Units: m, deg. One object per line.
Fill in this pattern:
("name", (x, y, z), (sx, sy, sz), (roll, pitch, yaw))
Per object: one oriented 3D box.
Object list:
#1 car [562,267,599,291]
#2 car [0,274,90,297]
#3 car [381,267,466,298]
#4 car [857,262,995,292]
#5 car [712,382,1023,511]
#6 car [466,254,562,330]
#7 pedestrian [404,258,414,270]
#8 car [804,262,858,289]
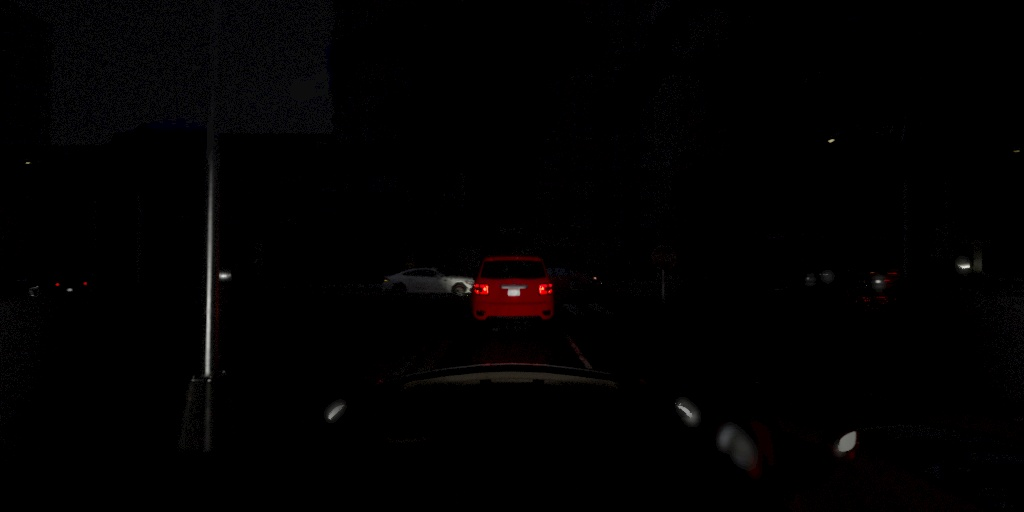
("car", (2.186, 1.290, 20.652), (5.357, 1.411, 2.033), (-1, -1, 0))
("car", (-27.799, 1.708, 20.786), (4.718, 1.301, 1.895), (-1, -1, 0))
("car", (-4.018, 1.274, 17.730), (4.674, 1.442, 1.812), (0, -1, 0))
("car", (20.453, 1.029, 17.619), (4.892, 1.490, 1.837), (0, -1, 0))
("car", (2.639, 1.332, 1.522), (1.802, 1.307, 4.207), (0, 0, 0))
("car", (-0.041, 0.967, 11.231), (2.150, 2.045, 5.566), (0, 0, -2))
("pedestrian", (-6.811, 1.025, 23.609), (0.375, 1.860, 0.375), (0, 0, 0))
("car", (19.565, 1.078, 20.571), (4.902, 1.511, 2.128), (0, -1, 0))
